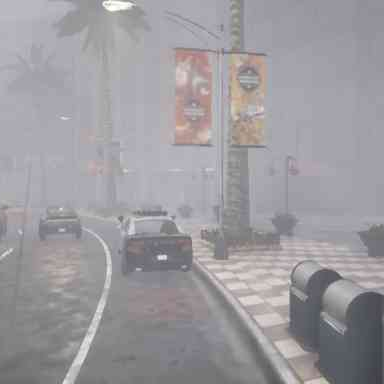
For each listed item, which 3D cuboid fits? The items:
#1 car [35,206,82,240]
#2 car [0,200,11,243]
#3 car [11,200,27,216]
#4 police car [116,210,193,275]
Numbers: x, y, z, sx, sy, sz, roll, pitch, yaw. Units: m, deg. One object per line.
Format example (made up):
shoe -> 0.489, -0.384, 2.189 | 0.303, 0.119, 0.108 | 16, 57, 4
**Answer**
car -> -6.887, 1.485, 17.119 | 2.128, 1.511, 4.902 | 0, 0, -26
car -> -9.928, 1.206, 15.409 | 2.150, 2.045, 5.566 | 0, 0, -25
car -> -17.028, 1.459, 30.788 | 5.008, 1.535, 1.882 | 0, 0, 43
police car -> -1.379, 1.422, 10.782 | 1.930, 1.638, 5.238 | 0, 0, -14
